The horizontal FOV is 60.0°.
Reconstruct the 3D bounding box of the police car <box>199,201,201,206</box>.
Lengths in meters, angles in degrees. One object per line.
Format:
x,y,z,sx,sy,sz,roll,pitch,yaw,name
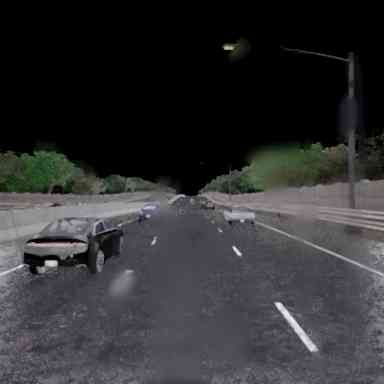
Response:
3.449,3.209,87.594,1.930,1.638,5.238,0,-1,0,police car

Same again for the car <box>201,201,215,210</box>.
3.462,2.651,65.488,2.033,1.649,4.856,0,-2,0,car

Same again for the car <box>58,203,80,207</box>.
-17.590,2.323,49.283,1.994,1.385,4.181,0,-2,0,car

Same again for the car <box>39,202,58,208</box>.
-21.096,2.248,49.700,1.882,1.535,5.008,0,-1,0,car

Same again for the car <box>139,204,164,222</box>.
-3.416,1.766,28.509,1.812,1.442,4.674,0,-1,0,car

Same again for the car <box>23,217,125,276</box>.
-3.406,1.526,10.476,2.128,1.511,4.902,0,0,0,car

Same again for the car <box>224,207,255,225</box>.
3.585,1.797,25.919,1.895,1.301,4.718,0,-1,0,car
